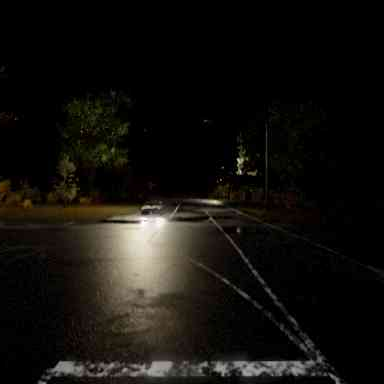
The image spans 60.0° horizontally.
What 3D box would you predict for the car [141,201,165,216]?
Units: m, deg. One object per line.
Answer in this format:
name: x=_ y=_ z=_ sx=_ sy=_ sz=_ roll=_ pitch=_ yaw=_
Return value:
car: x=-3.633 y=1.549 z=31.478 sx=1.895 sy=1.301 sz=4.718 roll=0 pitch=0 yaw=0
